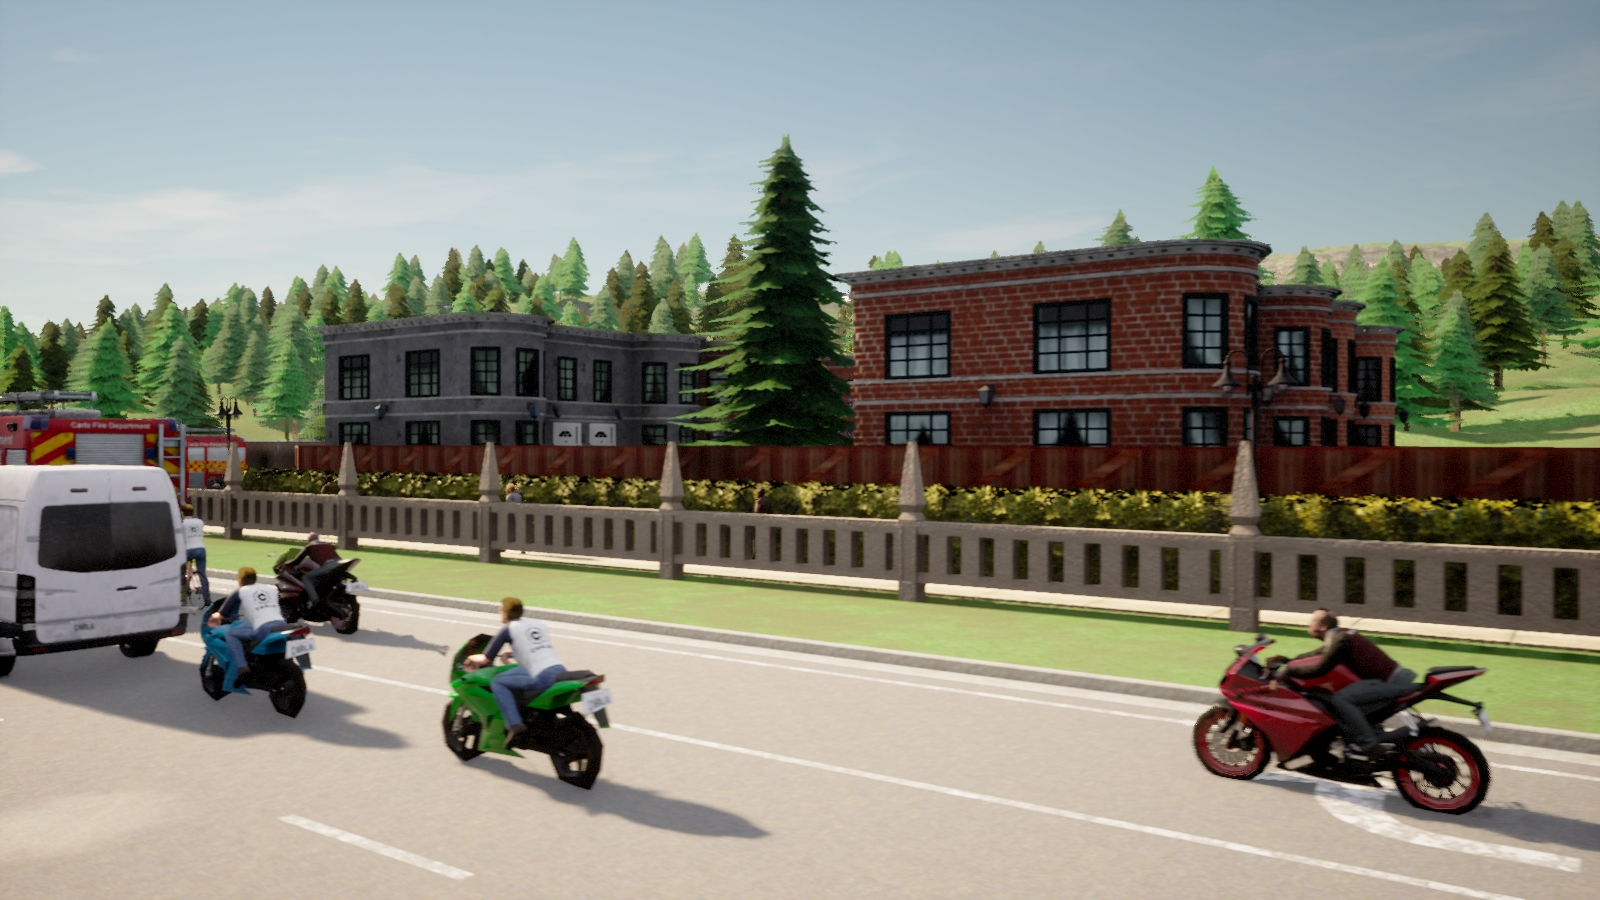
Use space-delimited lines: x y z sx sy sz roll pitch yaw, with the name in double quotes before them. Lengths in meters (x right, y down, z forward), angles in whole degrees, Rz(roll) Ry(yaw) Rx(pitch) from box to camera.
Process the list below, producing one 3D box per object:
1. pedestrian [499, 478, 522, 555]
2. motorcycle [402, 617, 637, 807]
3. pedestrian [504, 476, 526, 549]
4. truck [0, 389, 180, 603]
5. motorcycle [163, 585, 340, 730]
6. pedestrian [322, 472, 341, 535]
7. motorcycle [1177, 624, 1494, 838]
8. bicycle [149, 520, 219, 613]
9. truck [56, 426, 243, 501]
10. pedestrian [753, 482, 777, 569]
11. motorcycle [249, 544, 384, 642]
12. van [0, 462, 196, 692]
"pedestrian" -7.111 1.627 28.081 0.375 1.860 0.375 0 0 35
"motorcycle" -2.421 2.160 9.751 2.033 1.199 0.803 0 0 35
"pedestrian" -7.452 1.624 29.875 0.375 1.860 0.375 0 0 33
"truck" -16.649 0.806 23.982 8.468 3.827 2.891 0 0 35
"motorcycle" -5.851 2.147 12.153 2.033 1.199 0.803 0 0 35
"pedestrian" -14.086 1.602 34.379 0.375 1.860 0.375 0 0 34
"motorcycle" 4.322 2.196 9.304 2.209 1.251 0.867 0 0 35
"bicycle" -10.687 1.992 19.813 1.643 1.496 0.373 0 0 35
"truck" -35.413 0.694 62.602 2.891 3.827 8.468 0 0 36
"pedestrian" -0.763 1.648 25.009 0.375 1.860 0.375 0 0 36
"motorcycle" -7.443 2.153 17.541 2.209 1.251 0.867 0 0 35
"van" -10.765 1.478 15.588 5.915 2.561 1.988 0 0 35
